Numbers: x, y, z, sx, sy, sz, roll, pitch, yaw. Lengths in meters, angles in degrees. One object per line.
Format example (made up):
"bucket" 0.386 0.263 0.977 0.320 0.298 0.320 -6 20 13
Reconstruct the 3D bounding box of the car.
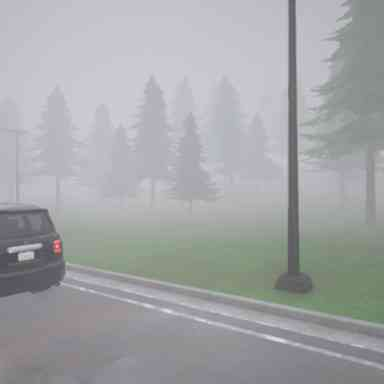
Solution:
"car" -5.281 1.280 7.745 5.566 2.045 2.150 0 0 35
